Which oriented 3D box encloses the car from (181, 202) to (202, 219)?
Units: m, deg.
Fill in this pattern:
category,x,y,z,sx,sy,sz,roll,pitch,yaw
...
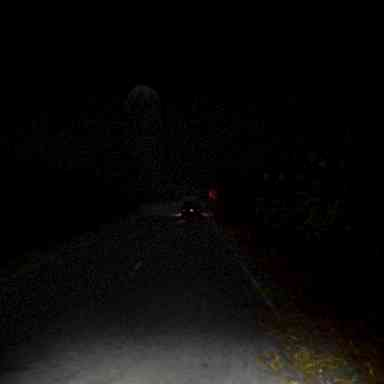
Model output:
category,x,y,z,sx,sy,sz,roll,pitch,yaw
car,-0.041,1.569,29.757,2.033,1.411,5.357,0,0,0
